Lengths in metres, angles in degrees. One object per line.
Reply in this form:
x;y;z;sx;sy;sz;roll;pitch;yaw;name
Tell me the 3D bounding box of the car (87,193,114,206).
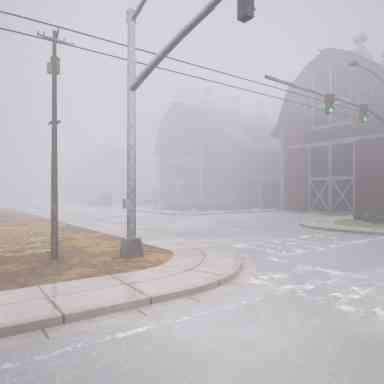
-13.846;1.118;50.577;3.866;1.878;1.905;-2;5;11;car
